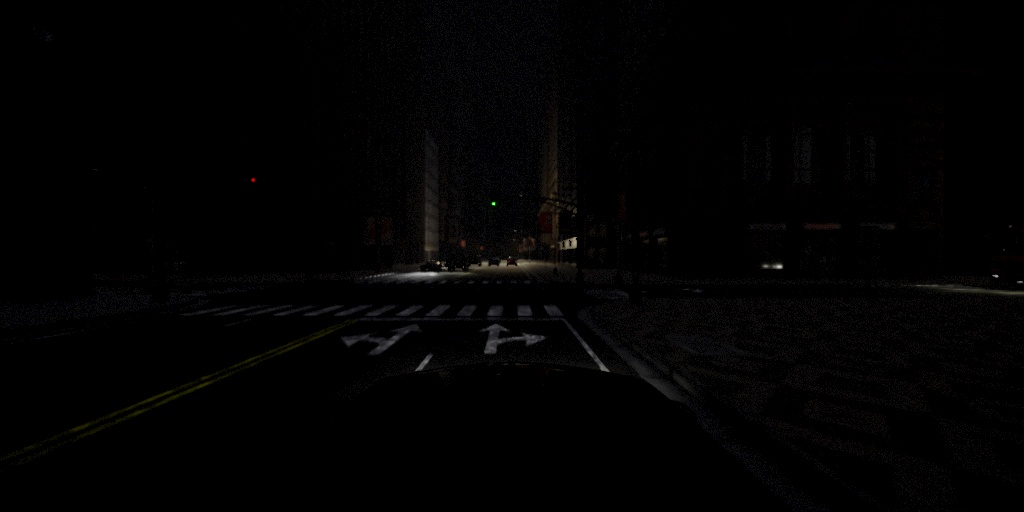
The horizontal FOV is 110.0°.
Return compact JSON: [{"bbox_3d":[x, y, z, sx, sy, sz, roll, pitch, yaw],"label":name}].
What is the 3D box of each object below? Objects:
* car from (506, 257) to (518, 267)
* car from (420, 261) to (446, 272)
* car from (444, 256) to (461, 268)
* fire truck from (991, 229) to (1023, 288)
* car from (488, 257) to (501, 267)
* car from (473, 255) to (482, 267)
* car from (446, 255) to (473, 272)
[{"bbox_3d":[-0.011,1.126,64.222,1.812,1.442,4.674,0,0,0],"label":"car"},{"bbox_3d":[-9.833,1.254,43.750,1.895,1.301,4.718,0,0,0],"label":"car"},{"bbox_3d":[-9.797,0.965,59.531,2.097,1.767,4.553,0,0,1],"label":"car"},{"bbox_3d":[33.450,0.058,20.614,8.468,3.827,2.891,0,0,0],"label":"fire truck"},{"bbox_3d":[-3.261,1.094,63.805,2.128,1.511,4.902,0,0,0],"label":"car"},{"bbox_3d":[-6.513,0.824,62.918,2.150,2.045,5.566,0,0,0],"label":"car"},{"bbox_3d":[-6.582,0.873,44.529,2.150,2.045,5.566,0,0,0],"label":"car"}]
